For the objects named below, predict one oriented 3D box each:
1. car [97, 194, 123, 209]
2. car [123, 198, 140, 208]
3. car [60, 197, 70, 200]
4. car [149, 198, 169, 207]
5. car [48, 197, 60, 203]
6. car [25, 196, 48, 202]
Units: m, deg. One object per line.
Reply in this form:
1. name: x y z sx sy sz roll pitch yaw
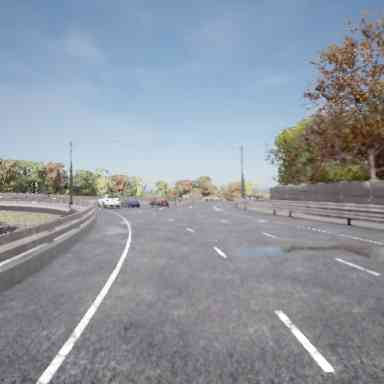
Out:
1. car: -12.593 1.371 50.025 2.150 2.045 5.566 0 0 -29
2. car: -9.645 1.680 51.710 1.994 1.385 4.181 -1 0 -29
3. car: -33.803 1.930 86.775 5.357 1.411 2.033 -1 0 38
4. car: -5.019 1.584 50.469 1.812 1.442 4.674 0 0 -27
5. car: -36.148 1.973 84.177 4.181 1.385 1.994 -1 0 38
6. car: -37.986 1.935 81.153 4.892 1.490 1.837 -1 0 38
